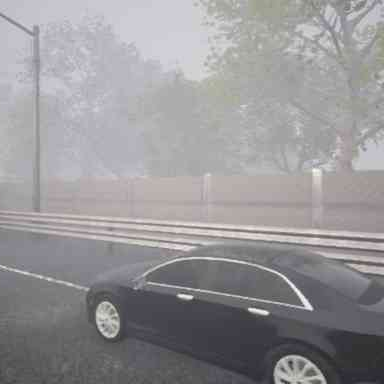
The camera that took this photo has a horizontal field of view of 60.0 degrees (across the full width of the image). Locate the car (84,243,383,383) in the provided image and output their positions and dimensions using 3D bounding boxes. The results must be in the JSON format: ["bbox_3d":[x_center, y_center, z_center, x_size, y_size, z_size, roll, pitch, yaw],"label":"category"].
[{"bbox_3d":[0.452,1.515,4.836,4.892,1.490,1.837,0,0,36],"label":"car"}]
